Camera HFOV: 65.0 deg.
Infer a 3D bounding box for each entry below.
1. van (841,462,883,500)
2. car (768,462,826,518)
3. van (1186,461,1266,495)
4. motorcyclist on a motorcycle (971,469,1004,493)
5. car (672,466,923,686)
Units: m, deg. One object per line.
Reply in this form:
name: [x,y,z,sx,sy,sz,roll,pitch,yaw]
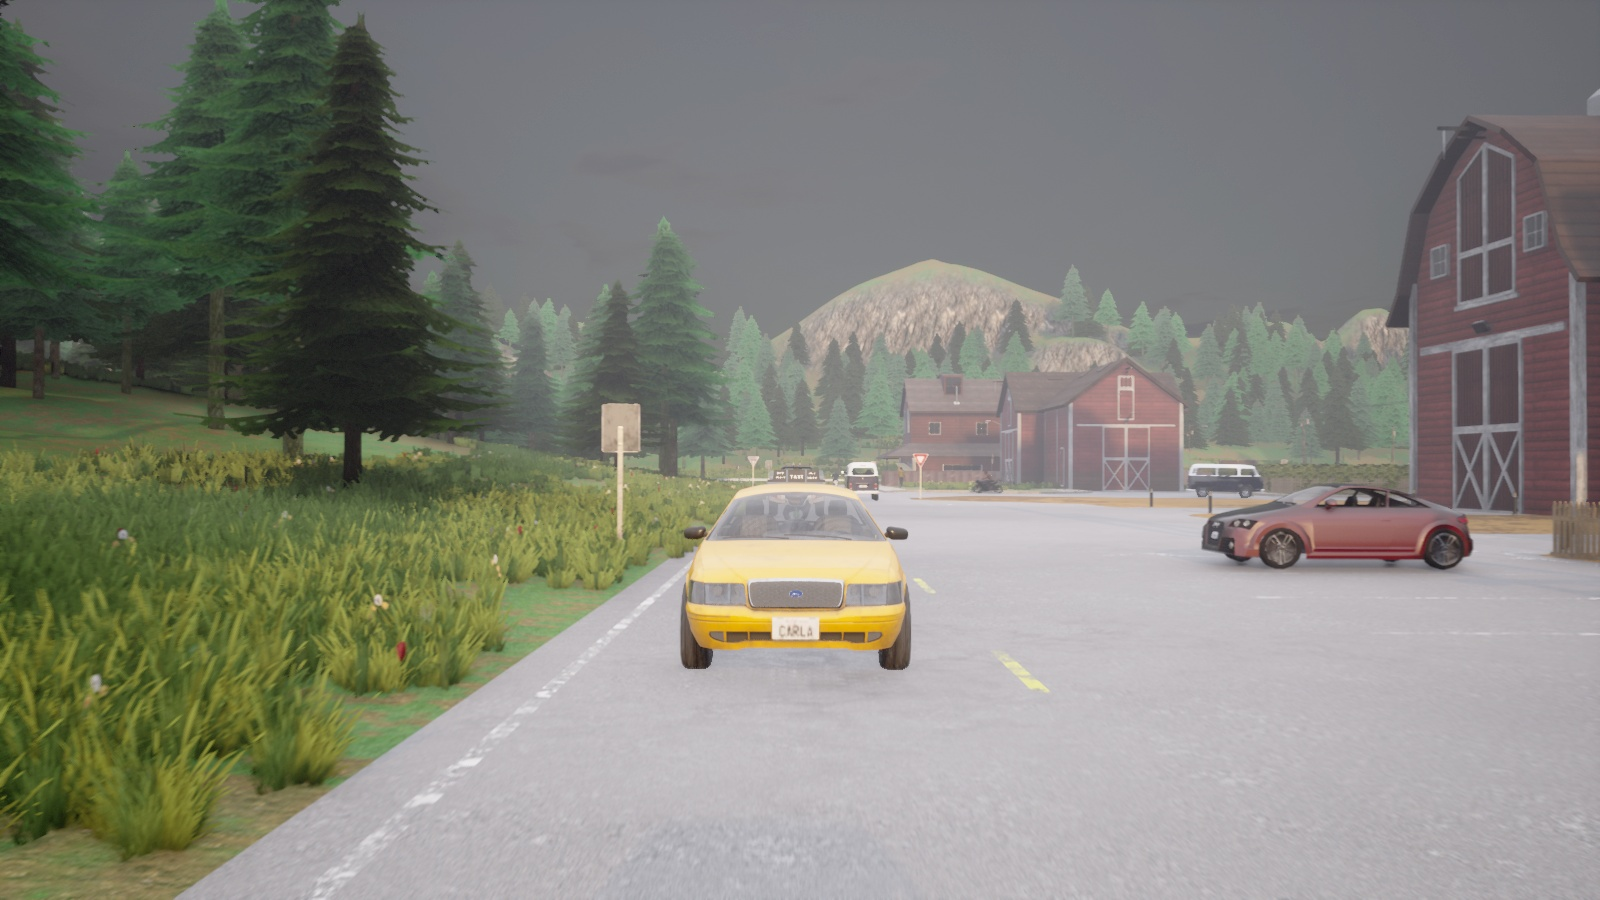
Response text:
van: [3.333,1.671,68.475,2.069,2.038,4.480,0,-1,0]
car: [-0.108,1.372,44.241,1.932,1.855,4.605,0,-1,0]
van: [25.667,1.662,75.762,4.480,2.038,2.069,0,-1,16]
motorcyclist on a motorcycle: [12.417,2.051,83.207,2.044,1.523,0.797,0,-1,16]
car: [-0.029,0.950,11.719,1.801,1.575,5.366,0,-1,0]
